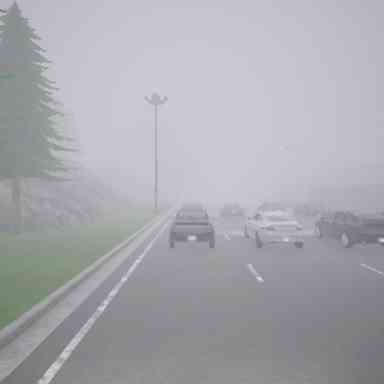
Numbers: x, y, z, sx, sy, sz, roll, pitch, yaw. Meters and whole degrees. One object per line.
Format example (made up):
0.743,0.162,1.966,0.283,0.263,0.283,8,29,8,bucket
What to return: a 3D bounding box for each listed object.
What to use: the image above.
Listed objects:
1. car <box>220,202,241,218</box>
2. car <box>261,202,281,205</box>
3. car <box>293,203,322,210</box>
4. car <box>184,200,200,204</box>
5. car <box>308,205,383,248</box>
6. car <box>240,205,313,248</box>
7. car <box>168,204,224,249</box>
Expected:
3.500,1.573,29.650,1.994,1.385,4.181,0,0,0,car
7.000,1.564,29.650,2.033,1.411,5.357,0,0,0,car
10.500,1.617,29.680,1.895,1.301,4.718,0,0,0,car
0.000,1.485,29.650,1.882,1.535,5.008,0,0,0,car
7.000,1.517,14.650,1.837,1.490,4.892,0,0,0,car
3.500,1.533,14.650,1.812,1.442,4.674,0,0,0,car
0.000,1.495,14.650,2.128,1.511,4.902,0,0,0,car
